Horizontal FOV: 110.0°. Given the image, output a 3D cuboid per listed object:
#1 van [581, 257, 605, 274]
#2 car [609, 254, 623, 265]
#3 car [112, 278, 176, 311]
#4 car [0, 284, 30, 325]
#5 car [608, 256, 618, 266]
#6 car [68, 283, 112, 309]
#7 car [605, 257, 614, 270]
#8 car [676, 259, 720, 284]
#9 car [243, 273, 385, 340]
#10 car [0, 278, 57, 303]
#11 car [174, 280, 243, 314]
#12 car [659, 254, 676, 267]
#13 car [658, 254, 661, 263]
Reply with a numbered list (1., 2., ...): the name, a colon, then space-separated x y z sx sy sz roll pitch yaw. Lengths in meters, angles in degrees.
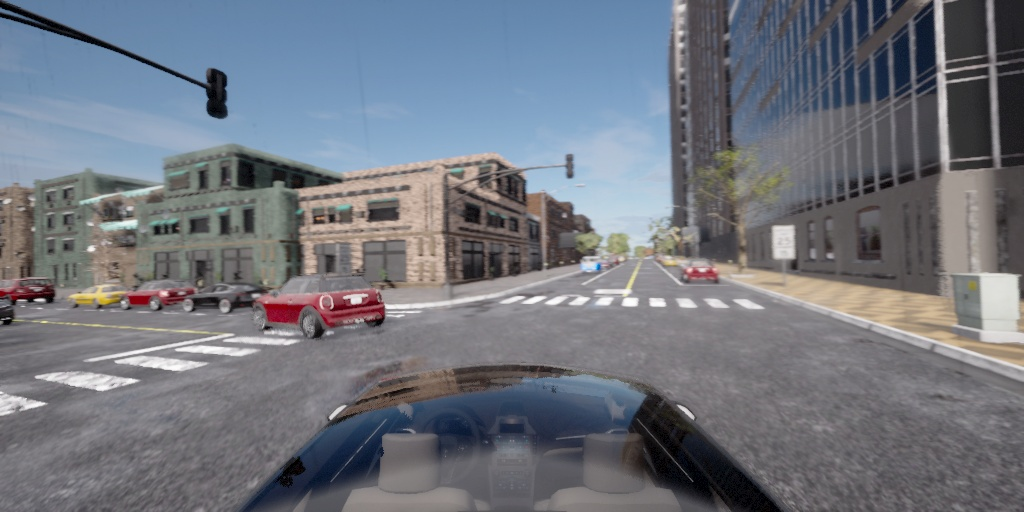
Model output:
1. van: 8.191 0.937 36.843 1.690 1.789 3.998 0 0 20
2. car: 17.752 0.705 62.809 2.192 1.841 5.009 0 0 20
3. car: -18.821 2.015 19.209 4.097 1.591 1.967 0 0 21
4. car: -22.079 2.067 14.259 4.902 1.511 2.128 -2 -1 21
5. car: 13.928 1.039 52.423 1.948 1.339 4.313 0 0 20
6. car: -24.158 2.296 21.253 4.829 1.417 1.751 0 0 21
7. car: 12.015 1.096 47.229 1.802 1.307 4.207 0 0 20
8. car: 12.223 0.903 23.546 1.967 1.591 4.097 0 0 20
9. car: -6.031 1.355 11.043 4.553 1.767 2.097 -4 -2 34
10. car: -34.355 2.476 25.159 5.009 1.841 2.192 0 0 21
11. car: -13.644 1.946 17.225 4.313 1.339 1.948 0 0 21
12. car: 21.844 0.782 49.675 1.751 1.417 4.829 0 0 20
13. car: 23.756 0.741 54.868 1.751 1.417 4.829 0 0 20
